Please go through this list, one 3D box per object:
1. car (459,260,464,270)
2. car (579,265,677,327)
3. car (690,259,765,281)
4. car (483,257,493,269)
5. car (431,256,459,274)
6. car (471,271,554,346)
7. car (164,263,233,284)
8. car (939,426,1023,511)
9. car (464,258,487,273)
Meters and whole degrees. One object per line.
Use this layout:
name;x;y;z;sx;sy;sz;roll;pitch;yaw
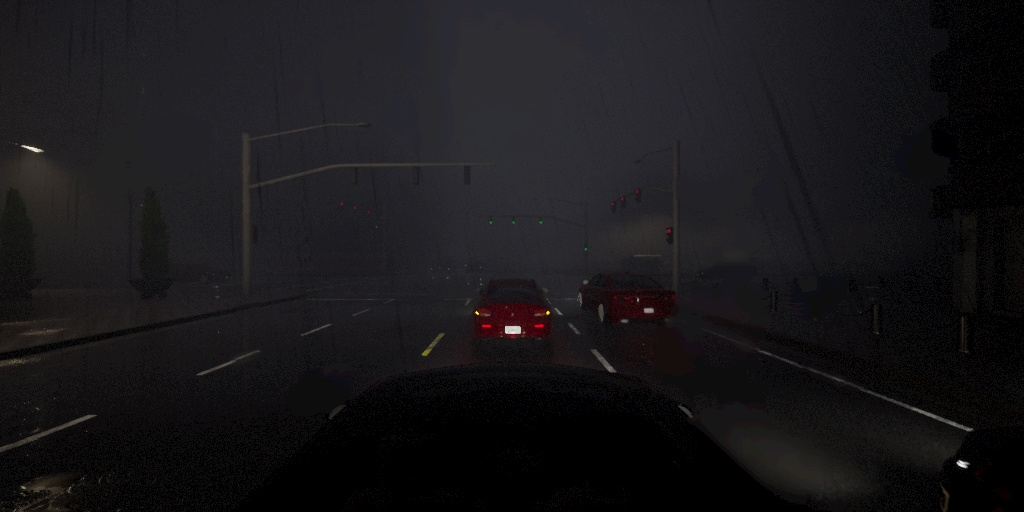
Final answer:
car;-7.929;1.313;53.883;1.994;1.385;4.181;0;0;-1
car;3.471;1.228;11.637;1.882;1.535;5.008;0;0;-1
car;18.476;1.306;30.893;4.892;1.490;1.837;-1;0;0
car;-4.564;1.275;58.239;1.812;1.442;4.674;0;0;-1
car;-7.865;0.973;41.613;2.150;2.045;5.566;0;0;-1
car;-0.003;1.275;9.325;1.812;1.442;4.674;0;0;0
car;-23.683;1.305;26.817;4.892;1.490;1.837;1;0;-1
car;3.596;1.256;0.162;1.837;1.490;4.892;0;0;0
car;-4.351;1.276;43.026;1.812;1.442;4.674;0;0;-1
